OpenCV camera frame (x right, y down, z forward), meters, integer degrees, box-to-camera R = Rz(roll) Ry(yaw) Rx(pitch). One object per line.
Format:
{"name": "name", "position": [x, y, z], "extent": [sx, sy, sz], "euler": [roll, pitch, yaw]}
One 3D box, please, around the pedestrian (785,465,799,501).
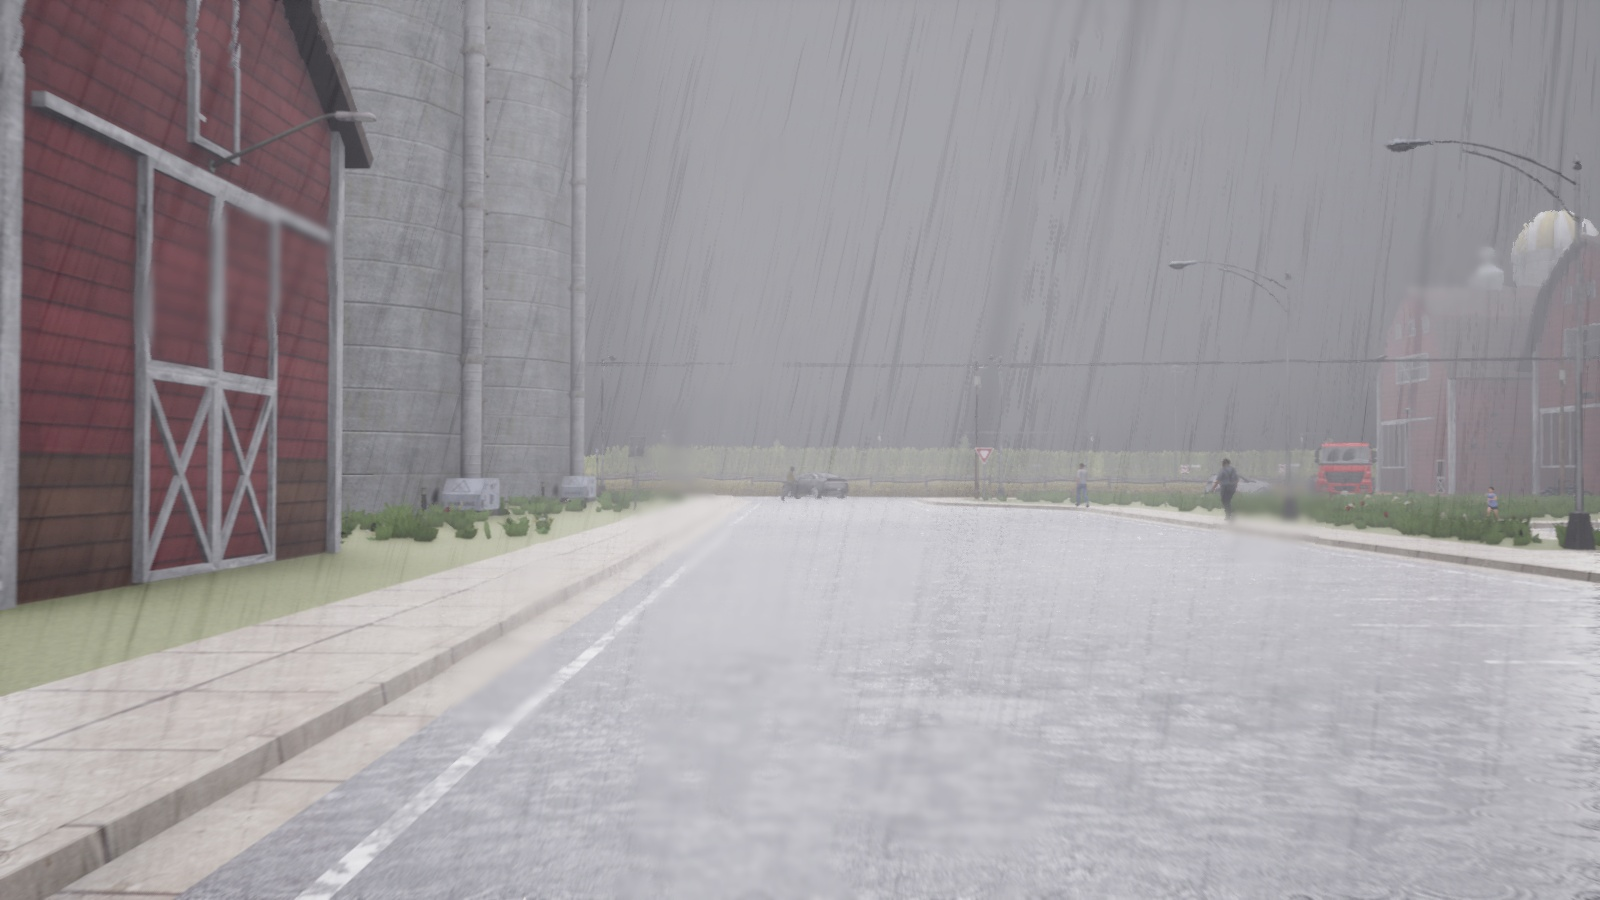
{"name": "pedestrian", "position": [-0.413, 1.696, 64.841], "extent": [0.726, 1.835, 0.370], "euler": [0, -1, 2]}

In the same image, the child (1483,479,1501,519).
{"name": "child", "position": [19.266, 1.358, 34.963], "extent": [0.394, 1.110, 0.255], "euler": [0, -1, -32]}

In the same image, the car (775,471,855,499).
{"name": "car", "position": [0.804, 1.964, 71.496], "extent": [2.128, 1.511, 4.902], "euler": [1, -1, -33]}

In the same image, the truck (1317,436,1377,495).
{"name": "truck", "position": [33.581, 0.984, 76.911], "extent": [2.891, 3.462, 7.936], "euler": [-1, -1, 27]}

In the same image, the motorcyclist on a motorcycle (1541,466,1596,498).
{"name": "motorcyclist on a motorcycle", "position": [39.702, 1.647, 64.873], "extent": [2.350, 1.649, 0.766], "euler": [-1, -1, 37]}

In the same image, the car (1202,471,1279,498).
{"name": "car", "position": [24.634, 1.907, 70.321], "extent": [3.633, 1.501, 1.845], "euler": [0, -1, 0]}

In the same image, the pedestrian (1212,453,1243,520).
{"name": "pedestrian", "position": [11.979, 1.011, 35.193], "extent": [0.540, 1.848, 0.694], "euler": [0, -1, -9]}

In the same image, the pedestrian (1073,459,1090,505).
{"name": "pedestrian", "position": [11.343, 1.272, 50.651], "extent": [0.354, 1.836, 0.706], "euler": [0, -1, -20]}
